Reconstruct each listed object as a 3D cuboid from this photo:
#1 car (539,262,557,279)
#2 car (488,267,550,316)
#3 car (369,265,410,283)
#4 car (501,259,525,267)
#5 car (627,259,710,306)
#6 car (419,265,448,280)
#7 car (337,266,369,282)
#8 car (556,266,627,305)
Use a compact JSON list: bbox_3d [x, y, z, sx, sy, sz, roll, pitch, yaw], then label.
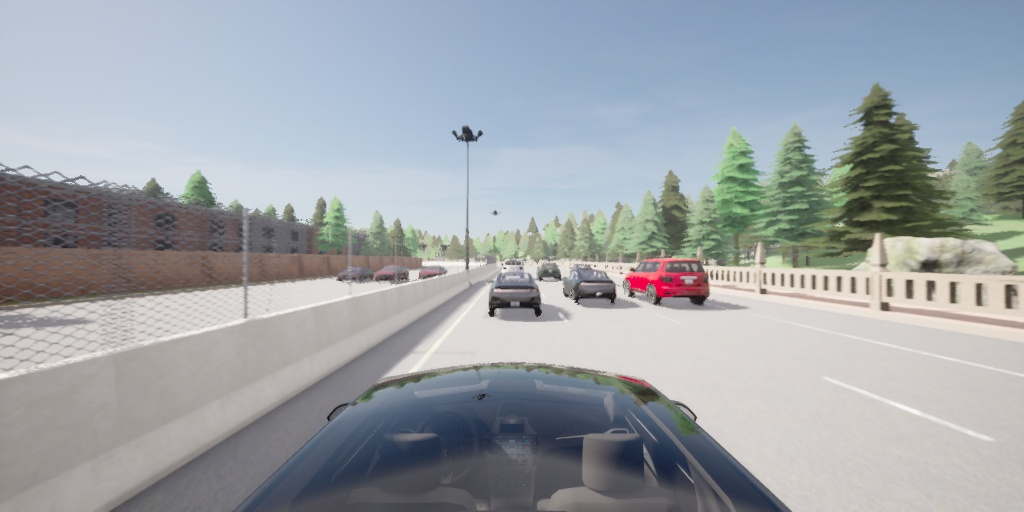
[{"bbox_3d":[3.601,1.469,35.857,2.097,1.767,4.553,0,-1,0],"label":"car"},{"bbox_3d":[0.101,1.376,14.103,2.128,1.511,4.902,0,-1,0],"label":"car"},{"bbox_3d":[-10.591,1.553,32.045,1.882,1.535,5.008,0,-1,0],"label":"car"},{"bbox_3d":[0.102,1.350,36.782,2.150,2.045,5.566,0,0,0],"label":"car"},{"bbox_3d":[7.100,1.139,17.059,2.150,2.045,5.566,0,0,0],"label":"car"},{"bbox_3d":[-7.090,1.562,32.863,1.882,1.535,5.008,0,-1,0],"label":"car"},{"bbox_3d":[-14.089,1.645,32.576,1.994,1.385,4.181,0,-1,0],"label":"car"},{"bbox_3d":[3.602,1.410,17.276,2.128,1.511,4.902,0,-1,0],"label":"car"}]
